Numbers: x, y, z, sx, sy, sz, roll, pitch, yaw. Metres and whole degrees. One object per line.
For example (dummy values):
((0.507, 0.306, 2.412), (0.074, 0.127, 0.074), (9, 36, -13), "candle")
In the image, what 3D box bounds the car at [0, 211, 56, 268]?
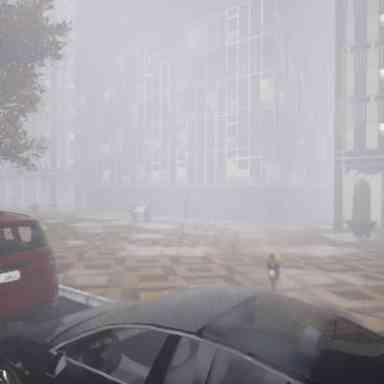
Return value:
((-4.507, 1.260, 6.092), (5.009, 1.841, 2.192), (1, 0, 35), "car")

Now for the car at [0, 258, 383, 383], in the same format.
((-0.012, 1.554, 2.886), (4.313, 1.339, 1.947), (1, 0, 35), "car")
